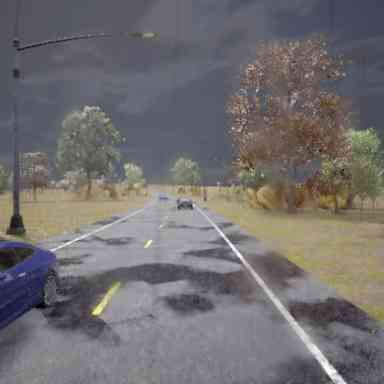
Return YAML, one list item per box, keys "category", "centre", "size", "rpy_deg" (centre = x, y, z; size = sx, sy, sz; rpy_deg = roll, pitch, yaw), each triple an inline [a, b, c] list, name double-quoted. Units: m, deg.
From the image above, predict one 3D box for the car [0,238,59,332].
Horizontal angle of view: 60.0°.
- category: "car"
  centre: [-3.632, 1.521, 5.152]
  size: [1.812, 1.442, 4.674]
  rpy_deg: [0, 0, 0]

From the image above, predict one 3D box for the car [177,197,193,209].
- category: "car"
  centre: [-0.902, 1.446, 43.292]
  size: [1.812, 1.442, 4.674]
  rpy_deg: [0, 0, -2]

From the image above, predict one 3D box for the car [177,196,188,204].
- category: "car"
  centre: [-1.751, 1.477, 59.441]
  size: [1.895, 1.301, 4.718]
  rpy_deg: [0, 0, -3]

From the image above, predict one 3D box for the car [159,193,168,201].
- category: "car"
  centre: [-6.977, 1.281, 81.917]
  size: [1.882, 1.535, 5.008]
  rpy_deg: [0, 0, -5]
